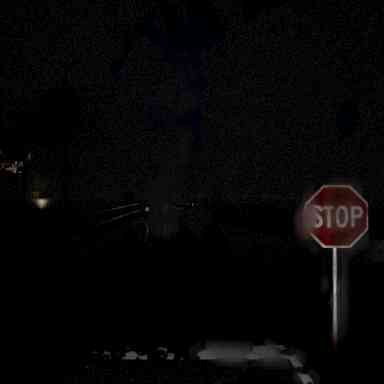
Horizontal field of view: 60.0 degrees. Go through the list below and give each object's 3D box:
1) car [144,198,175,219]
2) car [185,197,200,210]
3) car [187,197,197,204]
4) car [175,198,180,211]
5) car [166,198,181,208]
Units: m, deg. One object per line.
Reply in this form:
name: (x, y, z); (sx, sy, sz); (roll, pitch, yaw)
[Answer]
car: (-2.873, 1.395, 29.074); (2.097, 1.767, 4.553); (0, 0, 0)
car: (0.063, 1.644, 44.580); (2.033, 1.411, 5.357); (0, 0, 0)
car: (0.009, 1.710, 67.623); (1.837, 1.490, 4.892); (0, 0, 0)
car: (-2.880, 1.564, 38.880); (2.128, 1.511, 4.902); (0, 0, 0)
car: (-2.885, 1.677, 52.050); (2.033, 1.411, 5.357); (0, 0, 0)
